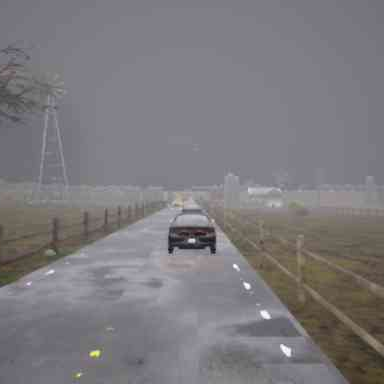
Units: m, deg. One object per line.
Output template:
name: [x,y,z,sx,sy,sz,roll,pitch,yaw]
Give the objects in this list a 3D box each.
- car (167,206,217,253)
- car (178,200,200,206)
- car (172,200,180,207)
car: [0.003,1.614,14.473,1.882,1.535,5.008,0,0,0]
car: [-0.001,1.757,29.456,1.882,1.535,5.008,0,0,0]
car: [-2.806,2.258,63.386,1.882,1.535,5.008,0,-1,1]
